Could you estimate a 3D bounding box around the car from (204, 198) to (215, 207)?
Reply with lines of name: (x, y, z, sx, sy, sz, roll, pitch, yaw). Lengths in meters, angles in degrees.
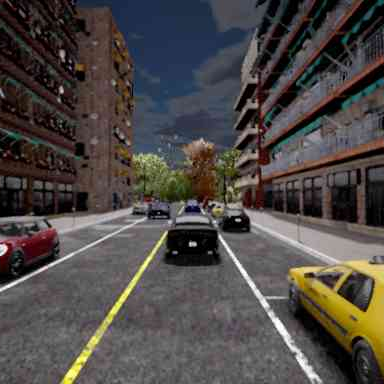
car: (2.834, 1.919, 43.681, 2.008, 1.369, 4.403, 1, 0, 0)

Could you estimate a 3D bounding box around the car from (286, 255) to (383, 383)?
car: (2.709, 1.567, 4.876, 1.752, 1.417, 4.829, 1, 0, 0)

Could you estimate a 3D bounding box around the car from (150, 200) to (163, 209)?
car: (-5.815, 2.045, 54.849, 1.802, 1.307, 4.206, 1, 0, 0)

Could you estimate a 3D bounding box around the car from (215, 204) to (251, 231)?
car: (2.770, 1.751, 22.051, 1.947, 1.339, 4.313, 1, 0, 0)

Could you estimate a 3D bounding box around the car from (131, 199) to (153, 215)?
car: (-5.813, 1.872, 38.145, 2.008, 1.369, 4.403, 1, 0, 0)

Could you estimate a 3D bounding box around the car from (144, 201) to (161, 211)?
car: (-5.814, 1.981, 49.281, 1.947, 1.339, 4.313, 1, 0, 0)

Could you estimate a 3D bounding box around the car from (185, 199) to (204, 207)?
car: (0.097, 1.912, 41.411, 1.994, 1.385, 4.181, 0, -1, 0)

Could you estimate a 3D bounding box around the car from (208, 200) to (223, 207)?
car: (2.835, 1.801, 32.715, 1.752, 1.417, 4.829, 1, 0, 0)

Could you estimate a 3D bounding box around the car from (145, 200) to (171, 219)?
car: (-3.002, 1.738, 31.782, 1.994, 1.385, 4.181, 0, 0, 0)

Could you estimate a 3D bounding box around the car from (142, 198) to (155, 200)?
car: (-5.810, 1.683, 43.715, 2.192, 1.841, 5.009, 1, 0, 0)

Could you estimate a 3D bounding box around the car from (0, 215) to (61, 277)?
car: (-5.698, 1.527, 10.306, 1.967, 1.590, 4.097, 1, 0, 0)

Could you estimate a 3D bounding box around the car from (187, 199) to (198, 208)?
car: (0.099, 2.016, 57.931, 1.812, 1.442, 4.674, 0, -1, 0)

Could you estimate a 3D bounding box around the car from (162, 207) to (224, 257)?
car: (0.015, 1.591, 13.460, 1.882, 1.535, 5.008, 0, 0, 0)
